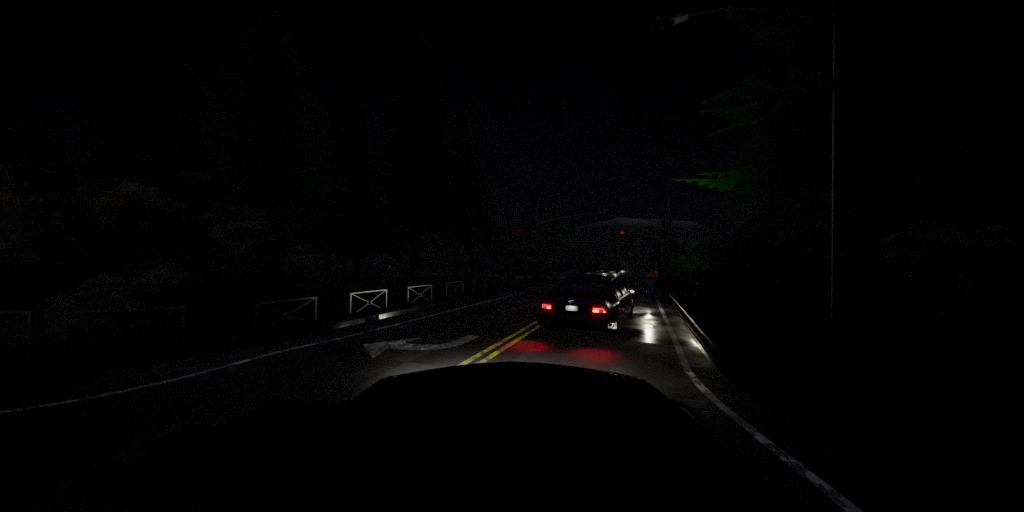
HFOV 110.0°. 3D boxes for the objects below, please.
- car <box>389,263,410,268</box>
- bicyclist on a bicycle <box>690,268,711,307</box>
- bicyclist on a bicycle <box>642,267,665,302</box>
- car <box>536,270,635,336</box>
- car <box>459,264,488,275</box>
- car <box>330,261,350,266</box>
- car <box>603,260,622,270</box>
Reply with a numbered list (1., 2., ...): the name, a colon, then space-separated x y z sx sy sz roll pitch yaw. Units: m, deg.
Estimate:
1. car: -14.493 1.599 48.269 4.181 1.385 1.994 1 -1 21
2. bicyclist on a bicycle: 7.959 1.325 15.108 1.656 1.620 0.582 1 -1 -34
3. bicyclist on a bicycle: 6.522 1.313 16.499 1.656 1.620 0.582 1 -1 -31
4. car: 2.361 1.262 10.316 2.033 1.411 5.357 1 -1 24
5. car: -5.113 1.720 44.817 4.181 1.385 1.994 1 -1 20
6. car: -24.241 1.460 52.156 5.357 1.411 2.033 1 -1 24
7. car: 16.171 1.748 58.450 2.150 2.045 5.566 1 -1 20
